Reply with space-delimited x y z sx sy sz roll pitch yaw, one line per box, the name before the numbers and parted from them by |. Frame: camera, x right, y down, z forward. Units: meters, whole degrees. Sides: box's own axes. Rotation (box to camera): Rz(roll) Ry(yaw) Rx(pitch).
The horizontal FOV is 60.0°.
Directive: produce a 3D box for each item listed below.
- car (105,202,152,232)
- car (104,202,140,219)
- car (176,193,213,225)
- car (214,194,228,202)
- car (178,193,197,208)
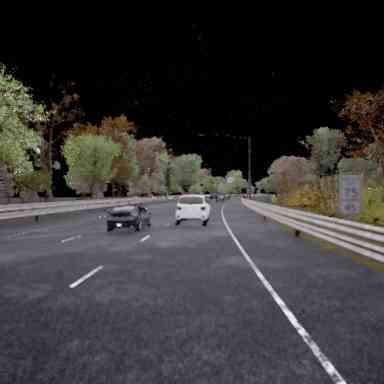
car | -3.686 1.509 20.180 1.837 1.490 4.892 0 0 5
car | -6.298 1.606 30.569 1.895 1.301 4.718 0 0 6
car | 0.158 1.232 24.220 2.150 2.045 5.566 0 0 5
car | 6.961 1.601 78.986 1.812 1.442 4.674 0 0 9
car | -0.579 1.254 50.649 2.150 2.045 5.566 0 0 7
